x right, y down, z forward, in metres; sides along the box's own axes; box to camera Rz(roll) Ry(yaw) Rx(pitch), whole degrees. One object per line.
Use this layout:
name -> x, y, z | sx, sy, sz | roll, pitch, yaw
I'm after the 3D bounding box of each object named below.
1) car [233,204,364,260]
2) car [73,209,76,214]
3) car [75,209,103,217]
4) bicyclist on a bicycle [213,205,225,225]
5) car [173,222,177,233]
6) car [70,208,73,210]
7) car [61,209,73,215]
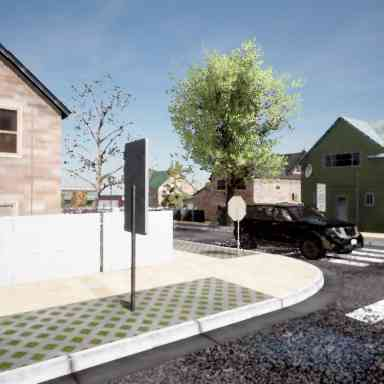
car -> 4.124, 1.508, 14.006 | 2.150, 2.045, 5.566 | 1, -2, -35
car -> -13.987, 3.027, 44.942 | 2.097, 1.767, 4.553 | 1, -3, -35
car -> -9.890, 2.706, 34.033 | 2.128, 1.511, 4.902 | 1, -3, -35
bicyclist on a bicycle -> 2.301, 1.826, 26.774 | 1.656, 1.620, 0.582 | -2, 1, -35
car -> -3.021, 2.356, 24.210 | 1.895, 1.301, 4.718 | 1, -2, -35
car -> -19.768, 3.422, 53.096 | 2.097, 1.767, 4.553 | 1, -3, -35
car -> -18.681, 3.470, 46.745 | 1.895, 1.301, 4.718 | 1, -3, -35
